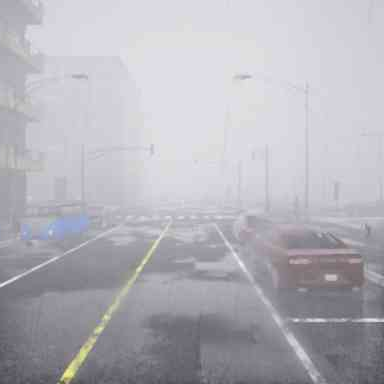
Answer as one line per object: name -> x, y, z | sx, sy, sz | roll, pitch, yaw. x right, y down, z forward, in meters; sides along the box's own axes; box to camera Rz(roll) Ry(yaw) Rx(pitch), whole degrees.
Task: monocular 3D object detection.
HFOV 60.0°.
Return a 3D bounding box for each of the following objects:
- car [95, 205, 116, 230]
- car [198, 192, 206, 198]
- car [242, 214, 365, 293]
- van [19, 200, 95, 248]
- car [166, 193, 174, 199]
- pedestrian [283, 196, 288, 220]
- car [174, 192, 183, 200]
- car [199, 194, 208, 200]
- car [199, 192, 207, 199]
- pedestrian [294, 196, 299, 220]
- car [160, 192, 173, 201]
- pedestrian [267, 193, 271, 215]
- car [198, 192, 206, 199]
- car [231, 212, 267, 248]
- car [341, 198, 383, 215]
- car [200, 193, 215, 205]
car -> -5.702, 1.452, 19.756 | 2.008, 1.369, 4.403 | -1, 0, 0
car -> 2.651, 0.910, 91.795 | 1.967, 1.590, 4.097 | -1, 0, 0
car -> 2.679, 1.502, 8.632 | 1.887, 1.381, 4.507 | -1, 0, 0
van -> -5.704, 1.270, 14.176 | 1.690, 1.788, 3.998 | -1, 0, 0
car -> -5.701, 1.053, 86.117 | 1.887, 1.381, 4.507 | -1, 0, 0
pedestrian -> 7.135, 1.192, 25.424 | 0.375, 1.860, 0.375 | -1, 1, 0
car -> -2.998, 1.043, 77.387 | 1.882, 1.535, 5.008 | 0, 0, 0
car -> 2.646, 1.127, 74.859 | 1.887, 1.381, 4.507 | -1, 0, 0
car -> 2.645, 1.128, 57.921 | 1.967, 1.590, 4.097 | -1, 0, 0
pedestrian -> 8.134, 1.241, 26.024 | 0.375, 1.860, 0.375 | -1, 1, 0
car -> -5.701, 1.185, 69.180 | 1.947, 1.339, 4.313 | -1, 0, 0
pedestrian -> 6.135, 1.015, 26.620 | 0.375, 1.860, 0.375 | -1, 1, 0
car -> 2.645, 0.948, 86.149 | 1.967, 1.590, 4.097 | -1, 0, 0
car -> 2.679, 1.511, 14.213 | 1.802, 1.307, 4.206 | -1, 0, 0
car -> 16.717, 1.537, 31.963 | 4.403, 1.369, 2.008 | 0, 1, 1
car -> 2.646, 1.266, 52.276 | 1.887, 1.381, 4.507 | -1, 0, 0
